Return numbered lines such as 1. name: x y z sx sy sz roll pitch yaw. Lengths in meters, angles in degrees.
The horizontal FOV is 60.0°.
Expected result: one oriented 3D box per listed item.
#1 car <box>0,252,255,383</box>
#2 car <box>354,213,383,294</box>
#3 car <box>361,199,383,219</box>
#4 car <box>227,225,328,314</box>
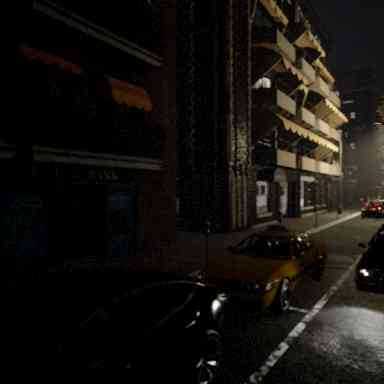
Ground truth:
1. car: -1.229 1.559 3.177 1.947 1.339 4.313 0 0 34
2. car: 5.458 1.496 8.349 2.033 1.411 5.357 0 0 34
3. car: 14.737 1.291 26.472 1.967 1.590 4.097 0 0 34
4. car: 1.868 1.489 7.696 1.752 1.417 4.829 0 0 34
